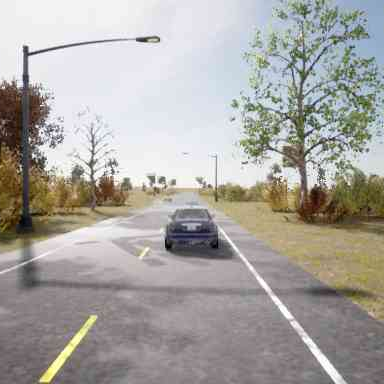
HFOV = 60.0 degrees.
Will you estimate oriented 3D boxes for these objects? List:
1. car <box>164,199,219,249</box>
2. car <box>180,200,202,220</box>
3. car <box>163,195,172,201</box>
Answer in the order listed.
[{"bbox_3d":[-0.016,1.364,14.625,2.097,1.767,4.553,0,0,0],"label":"car"},{"bbox_3d":[-0.078,1.515,29.659,1.837,1.490,4.892,0,0,0],"label":"car"},{"bbox_3d":[-5.673,1.417,77.231,1.882,1.535,5.008,0,0,-8],"label":"car"}]
